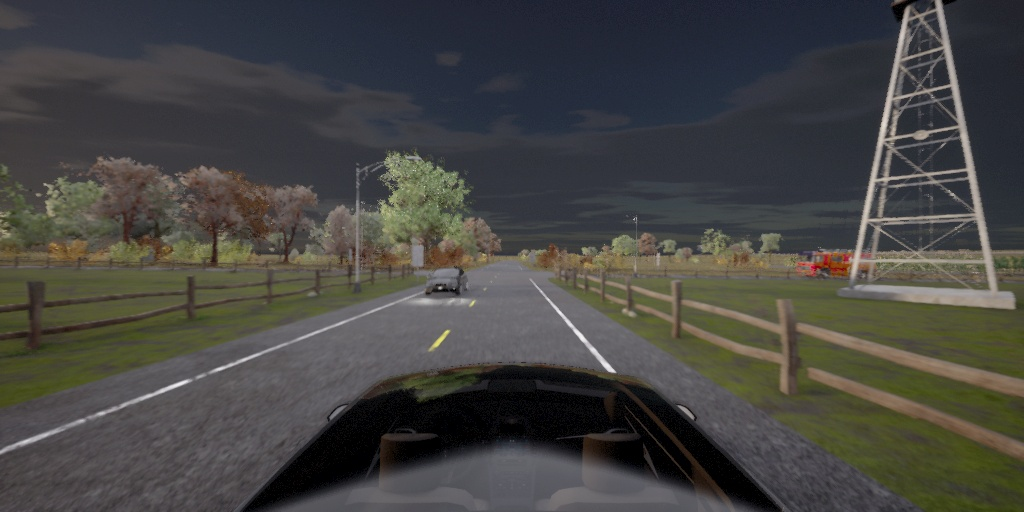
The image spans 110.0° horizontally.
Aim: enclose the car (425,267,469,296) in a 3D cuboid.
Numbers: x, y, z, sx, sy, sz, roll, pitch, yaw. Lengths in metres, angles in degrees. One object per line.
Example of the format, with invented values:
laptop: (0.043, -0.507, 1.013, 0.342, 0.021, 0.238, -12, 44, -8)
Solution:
car: (-3.582, 1.388, 20.327, 1.837, 1.490, 4.892, 0, -1, 0)
